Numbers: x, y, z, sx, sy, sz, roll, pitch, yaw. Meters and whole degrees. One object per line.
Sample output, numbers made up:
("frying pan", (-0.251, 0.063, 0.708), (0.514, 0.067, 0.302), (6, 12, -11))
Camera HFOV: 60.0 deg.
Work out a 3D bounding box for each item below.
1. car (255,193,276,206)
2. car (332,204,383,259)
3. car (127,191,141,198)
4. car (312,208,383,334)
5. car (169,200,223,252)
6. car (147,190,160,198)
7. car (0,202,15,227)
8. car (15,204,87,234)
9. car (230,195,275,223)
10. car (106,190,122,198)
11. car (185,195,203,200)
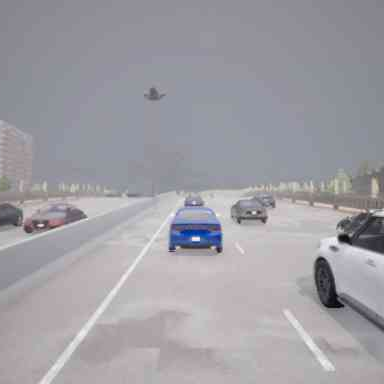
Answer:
("car", (7.212, 0.881, 34.119), (2.128, 1.511, 4.902), (0, 1, 0))
("car", (7.131, 1.373, 12.362), (1.837, 1.490, 4.892), (0, 2, 0))
("car", (-10.343, 0.442, 59.336), (1.895, 1.301, 4.718), (0, 1, 1))
("car", (3.586, 1.226, 4.662), (2.150, 2.045, 5.566), (0, 1, 0))
("car", (0.136, 1.321, 13.297), (1.882, 1.535, 5.008), (0, 1, 0))
("car", (-6.850, 0.335, 59.329), (2.128, 1.511, 4.902), (0, 1, 1))
("car", (-10.543, 1.277, 17.382), (1.812, 1.442, 4.674), (0, 1, 0))
("car", (-7.043, 1.314, 17.469), (1.994, 1.385, 4.181), (0, 1, 0))
("car", (3.654, 1.202, 21.987), (2.033, 1.411, 5.357), (0, 1, 0))
("car", (-13.833, 0.388, 59.365), (2.033, 1.411, 5.357), (0, 1, 1))
("car", (0.211, 0.955, 33.964), (1.994, 1.385, 4.181), (0, 1, 0))
